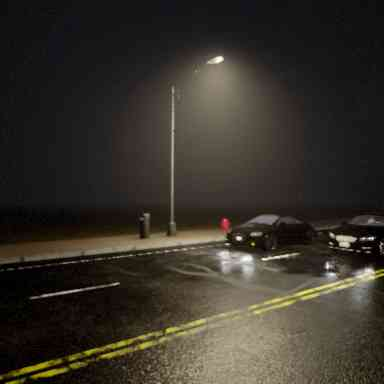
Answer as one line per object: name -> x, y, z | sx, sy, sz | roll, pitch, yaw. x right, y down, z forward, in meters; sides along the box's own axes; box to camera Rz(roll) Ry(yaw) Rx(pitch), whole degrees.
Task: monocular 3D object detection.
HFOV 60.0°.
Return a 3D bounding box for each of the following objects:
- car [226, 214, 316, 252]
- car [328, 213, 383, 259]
car -> 3.453, 1.644, 14.278 | 4.181, 1.385, 1.994 | 0, 0, -37
car -> 7.292, 1.583, 13.081 | 4.902, 1.511, 2.128 | 0, 0, -37
